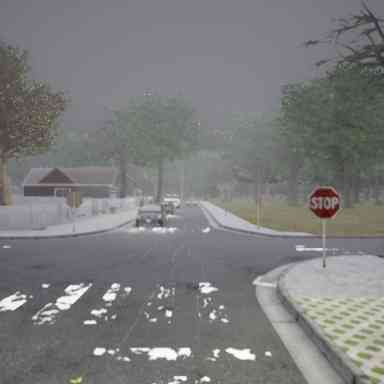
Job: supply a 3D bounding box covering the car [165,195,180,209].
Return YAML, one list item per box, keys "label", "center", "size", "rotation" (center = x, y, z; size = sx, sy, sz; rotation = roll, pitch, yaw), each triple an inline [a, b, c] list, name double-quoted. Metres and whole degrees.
- label: "car"
  center: [-2.914, 1.389, 48.540]
  size: [2.150, 2.045, 5.566]
  rotation: [0, -1, 1]

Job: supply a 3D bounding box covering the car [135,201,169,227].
- label: "car"
  center: [-2.824, 1.573, 23.537]
  size: [1.812, 1.442, 4.674]
  rotation: [0, 0, -1]

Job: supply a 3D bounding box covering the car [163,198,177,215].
- label: "car"
  center: [-2.906, 1.658, 35.299]
  size: [1.994, 1.385, 4.181]
  rotation: [0, 0, 0]

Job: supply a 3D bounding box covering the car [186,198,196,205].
- label: "car"
  center: [-0.108, 1.846, 68.275]
  size: [1.994, 1.385, 4.181]
  rotation: [0, 0, 0]

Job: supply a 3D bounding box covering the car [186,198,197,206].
- label: "car"
  center: [-0.039, 1.822, 58.209]
  size: [1.895, 1.301, 4.718]
  rotation: [0, 0, 0]
